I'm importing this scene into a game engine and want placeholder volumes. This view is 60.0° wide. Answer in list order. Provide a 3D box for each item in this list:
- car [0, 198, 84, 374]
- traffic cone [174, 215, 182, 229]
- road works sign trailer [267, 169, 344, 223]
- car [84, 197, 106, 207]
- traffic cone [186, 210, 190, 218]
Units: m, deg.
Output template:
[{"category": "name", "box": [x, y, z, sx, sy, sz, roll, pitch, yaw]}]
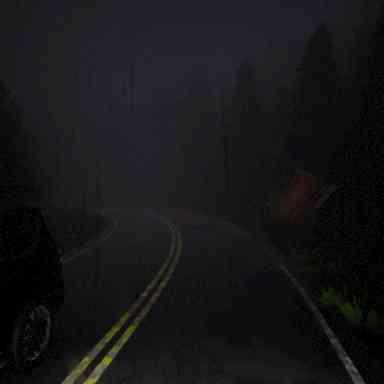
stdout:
[{"category": "car", "box": [-3.061, 1.168, 2.628, 2.150, 2.045, 5.566, 0, 1, 4]}, {"category": "traffic cone", "box": [-0.717, 1.675, 18.092, 0.340, 0.580, 0.340, -1, 1, -5]}, {"category": "road works sign trailer", "box": [4.986, 0.745, 13.499, 2.880, 2.380, 3.560, 39, 8, 6]}, {"category": "car", "box": [-11.905, 1.289, 38.833, 2.033, 1.411, 5.357, -5, 2, -38]}, {"category": "traffic cone", "box": [-0.281, 1.545, 24.148, 0.340, 0.580, 0.340, -2, 1, -5]}]
